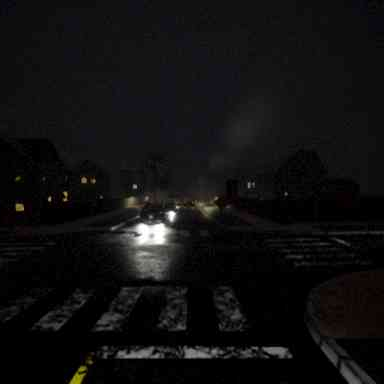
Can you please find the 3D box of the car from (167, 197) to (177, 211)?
[{"bbox_3d":[-3.203,1.684,42.226,1.895,1.301,4.718,0,0,-1],"label":"car"}]

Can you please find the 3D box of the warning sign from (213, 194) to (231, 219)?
[{"bbox_3d":[2.410,1.143,26.753,1.300,1.860,1.060,2,2,-1],"label":"warning sign"}]

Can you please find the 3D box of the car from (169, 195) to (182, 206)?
[{"bbox_3d":[-3.364,1.531,60.458,2.150,2.045,5.566,0,0,-1],"label":"car"}]

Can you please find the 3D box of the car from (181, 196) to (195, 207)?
[{"bbox_3d":[-0.507,1.772,56.550,1.895,1.301,4.718,0,0,0],"label":"car"}]

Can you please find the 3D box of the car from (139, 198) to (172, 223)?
[{"bbox_3d":[-2.983,1.520,26.260,2.128,1.511,4.902,0,0,-1],"label":"car"}]
